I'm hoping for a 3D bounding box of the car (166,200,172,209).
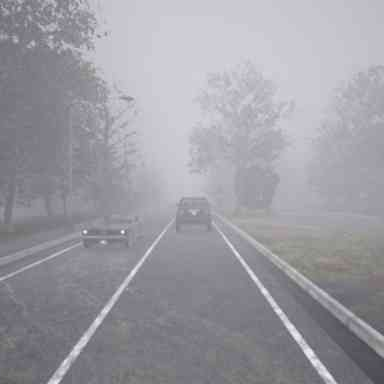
[{"bbox_3d":[-3.265,2.084,57.355,1.837,1.490,4.892,0,0,1],"label":"car"}]

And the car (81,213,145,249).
[{"bbox_3d":[-3.347,1.612,14.803,1.895,1.301,4.718,0,0,0],"label":"car"}]

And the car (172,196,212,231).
[{"bbox_3d":[0.104,1.296,21.145,2.150,2.045,5.566,0,-1,0],"label":"car"}]

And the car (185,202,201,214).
[{"bbox_3d":[0.107,1.960,42.010,1.994,1.385,4.181,0,-1,0],"label":"car"}]
